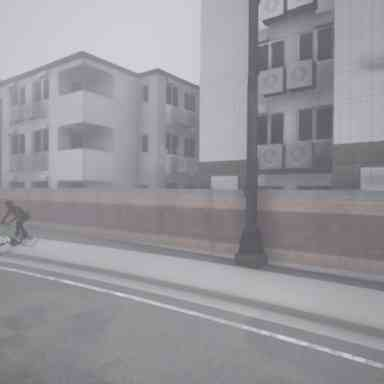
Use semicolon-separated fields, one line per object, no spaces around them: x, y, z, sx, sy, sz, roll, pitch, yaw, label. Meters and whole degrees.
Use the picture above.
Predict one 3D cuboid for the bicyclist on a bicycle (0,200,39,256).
-5.441;1.050;10.255;0.582;1.620;1.656;2;7;25;bicyclist on a bicycle
